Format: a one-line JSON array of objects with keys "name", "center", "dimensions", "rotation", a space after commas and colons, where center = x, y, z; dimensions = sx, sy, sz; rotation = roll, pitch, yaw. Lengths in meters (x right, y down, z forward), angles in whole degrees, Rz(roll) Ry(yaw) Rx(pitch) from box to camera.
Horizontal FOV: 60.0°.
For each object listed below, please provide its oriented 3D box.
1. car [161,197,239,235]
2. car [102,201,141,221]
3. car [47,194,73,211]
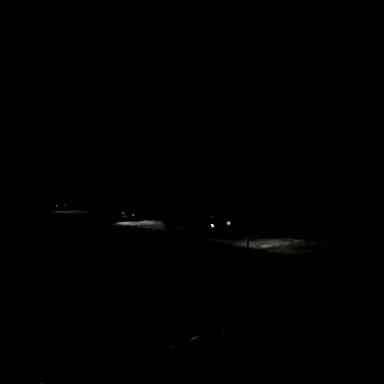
[{"name": "car", "center": [0.287, 1.299, 19.776], "dimensions": [2.150, 2.045, 5.566], "rotation": [0, 0, -37]}, {"name": "car", "center": [-6.113, 1.597, 28.359], "dimensions": [1.837, 1.490, 4.892], "rotation": [0, 0, -37]}, {"name": "car", "center": [-17.399, 1.340, 43.591], "dimensions": [2.150, 2.045, 5.566], "rotation": [0, 0, -36]}]
